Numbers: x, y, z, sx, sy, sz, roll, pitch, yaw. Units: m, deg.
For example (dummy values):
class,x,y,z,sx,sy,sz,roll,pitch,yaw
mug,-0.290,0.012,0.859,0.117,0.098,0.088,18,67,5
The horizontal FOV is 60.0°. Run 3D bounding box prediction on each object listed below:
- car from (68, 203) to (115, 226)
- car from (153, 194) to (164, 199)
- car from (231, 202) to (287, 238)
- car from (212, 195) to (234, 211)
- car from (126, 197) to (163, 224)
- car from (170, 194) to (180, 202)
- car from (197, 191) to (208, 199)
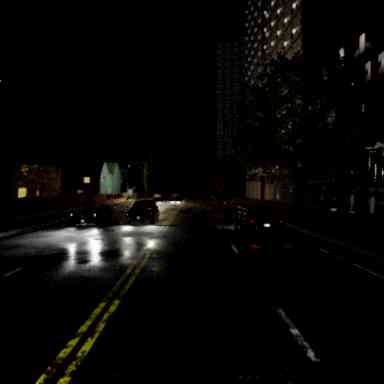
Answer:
class,x,y,z,sx,sy,sz,roll,pitch,yaw
car,-6.605,1.444,22.327,1.895,1.301,4.718,0,0,0
car,-6.522,1.146,63.854,2.033,1.411,5.357,0,0,0
car,3.347,1.443,16.813,1.994,1.385,4.181,0,0,0
car,3.343,1.108,36.118,2.097,1.767,4.553,0,0,0
car,-3.354,1.342,23.197,1.837,1.490,4.892,0,0,0
car,-3.272,1.089,65.535,2.128,1.511,4.902,0,0,0
car,3.234,0.835,89.325,2.097,1.767,4.553,0,0,0
